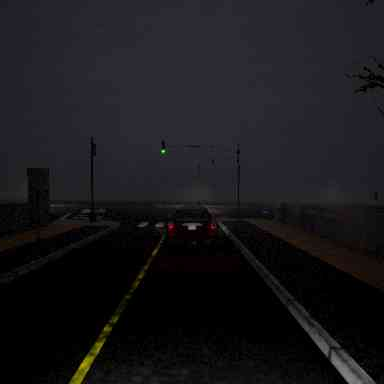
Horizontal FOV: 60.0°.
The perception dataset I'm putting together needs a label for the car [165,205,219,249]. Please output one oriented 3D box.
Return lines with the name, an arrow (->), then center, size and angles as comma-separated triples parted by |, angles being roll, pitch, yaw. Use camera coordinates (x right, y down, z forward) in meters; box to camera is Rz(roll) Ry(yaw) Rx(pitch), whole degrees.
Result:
car -> 0.000, 1.360, 14.623 | 2.097, 1.767, 4.553 | 0, 0, 0
